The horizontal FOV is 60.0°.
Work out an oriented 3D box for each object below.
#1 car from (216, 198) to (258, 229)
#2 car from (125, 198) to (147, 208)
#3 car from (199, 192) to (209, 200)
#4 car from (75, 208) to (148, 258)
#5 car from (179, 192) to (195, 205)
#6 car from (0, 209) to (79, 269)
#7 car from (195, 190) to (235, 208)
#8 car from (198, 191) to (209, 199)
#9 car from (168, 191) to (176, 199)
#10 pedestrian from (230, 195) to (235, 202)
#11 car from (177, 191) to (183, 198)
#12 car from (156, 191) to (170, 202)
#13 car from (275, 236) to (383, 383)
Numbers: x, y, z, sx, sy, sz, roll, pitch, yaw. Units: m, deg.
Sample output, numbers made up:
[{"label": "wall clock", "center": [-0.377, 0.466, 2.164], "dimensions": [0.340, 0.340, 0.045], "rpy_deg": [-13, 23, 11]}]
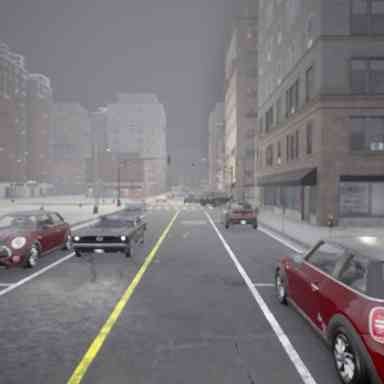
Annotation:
[{"label": "car", "center": [2.741, 1.344, 20.154], "dimensions": [1.837, 1.490, 4.892], "rpy_deg": [0, 0, 0]}, {"label": "car", "center": [-5.402, 1.292, 32.275], "dimensions": [2.008, 1.369, 4.403], "rpy_deg": [0, 0, 0]}, {"label": "car", "center": [2.607, 0.880, 70.445], "dimensions": [1.967, 1.590, 4.097], "rpy_deg": [0, 0, 0]}, {"label": "car", "center": [-2.855, 1.500, 12.463], "dimensions": [1.895, 1.301, 4.718], "rpy_deg": [0, 0, 0]}, {"label": "car", "center": [0.356, 1.107, 50.072], "dimensions": [1.837, 1.490, 4.892], "rpy_deg": [0, 1, -28]}, {"label": "car", "center": [-5.392, 1.354, 10.637], "dimensions": [1.967, 1.590, 4.097], "rpy_deg": [0, 0, 0]}, {"label": "car", "center": [3.366, 0.896, 42.316], "dimensions": [2.150, 2.045, 5.566], "rpy_deg": [-1, 0, 42]}, {"label": "car", "center": [2.604, 0.711, 76.106], "dimensions": [2.192, 1.841, 5.009], "rpy_deg": [0, 0, 0]}, {"label": "car", "center": [-5.421, 0.947, 76.105], "dimensions": [2.008, 1.369, 4.403], "rpy_deg": [0, 0, 0]}, {"label": "pedestrian", "center": [2.740, 1.108, 23.099], "dimensions": [0.375, 1.860, 0.375], "rpy_deg": [0, 0, -8]}, {"label": "car", "center": [-2.789, 0.647, 89.053], "dimensions": [2.097, 1.767, 4.553], "rpy_deg": [0, 0, 0]}, {"label": "car", "center": [-5.413, 1.056, 58.949], "dimensions": [1.752, 1.417, 4.829], "rpy_deg": [0, 0, 0]}, {"label": "car", "center": [2.635, 1.397, 5.231], "dimensions": [1.967, 1.590, 4.097], "rpy_deg": [0, 0, 0]}]
